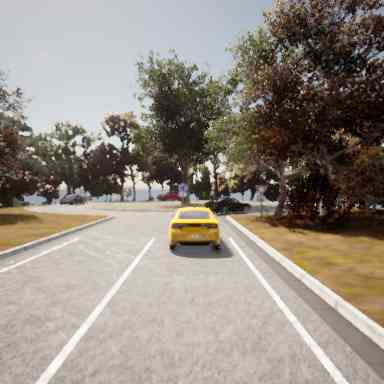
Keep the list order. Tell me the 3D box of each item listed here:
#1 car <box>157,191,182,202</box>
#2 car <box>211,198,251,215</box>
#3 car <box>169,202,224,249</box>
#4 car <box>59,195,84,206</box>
[{"bbox_3d":[-3.816,0.801,62.504,5.566,2.045,2.150,0,0,-7],"label":"car"},{"bbox_3d":[3.397,1.268,31.080,5.008,1.535,1.882,0,-1,-40],"label":"car"},{"bbox_3d":[0.098,1.382,14.077,1.882,1.535,5.008,0,0,0],"label":"car"},{"bbox_3d":[-17.331,1.181,48.155,1.837,1.490,4.892,-1,0,8],"label":"car"}]
